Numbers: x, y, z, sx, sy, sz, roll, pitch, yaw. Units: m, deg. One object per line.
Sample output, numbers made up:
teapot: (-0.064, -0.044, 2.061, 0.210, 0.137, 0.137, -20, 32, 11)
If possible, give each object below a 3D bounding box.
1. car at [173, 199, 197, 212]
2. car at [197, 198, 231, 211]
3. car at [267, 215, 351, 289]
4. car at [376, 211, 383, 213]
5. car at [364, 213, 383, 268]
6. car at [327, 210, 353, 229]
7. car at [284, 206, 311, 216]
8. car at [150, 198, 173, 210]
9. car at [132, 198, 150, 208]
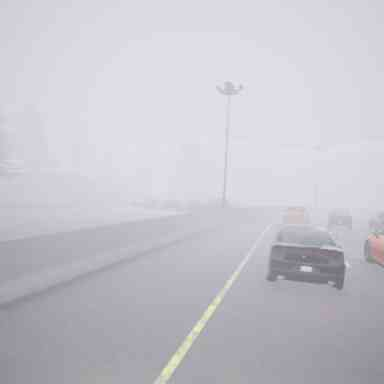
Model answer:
car: (0.032, 1.792, 43.558, 2.128, 1.511, 4.902, 3, 0, 27)
car: (3.130, 1.741, 41.916, 2.150, 2.045, 5.566, 3, 0, 27)
car: (3.399, 1.716, 10.250, 1.882, 1.535, 5.008, 3, 0, 16)
car: (16.076, 2.352, 27.587, 2.097, 1.767, 4.553, 3, 0, 21)
car: (7.246, 1.793, 10.948, 2.097, 1.767, 4.553, 3, 0, 16)
car: (12.987, 2.343, 29.310, 2.128, 1.511, 4.902, 3, 0, 21)
car: (9.383, 2.016, 29.595, 2.097, 1.767, 4.553, 3, 0, 21)
car: (-3.068, 1.627, 45.173, 2.128, 1.511, 4.902, 3, 0, 27)
car: (-6.172, 1.509, 46.785, 2.033, 1.411, 5.357, 3, 0, 27)
